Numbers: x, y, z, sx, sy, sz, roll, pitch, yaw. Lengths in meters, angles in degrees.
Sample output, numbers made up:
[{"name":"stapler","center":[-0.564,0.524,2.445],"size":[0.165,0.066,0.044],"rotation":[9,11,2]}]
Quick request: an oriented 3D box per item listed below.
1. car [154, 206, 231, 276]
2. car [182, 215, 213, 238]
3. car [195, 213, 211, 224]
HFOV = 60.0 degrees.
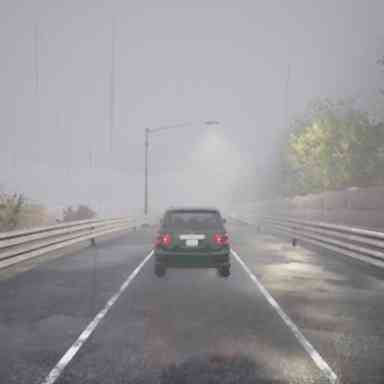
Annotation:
[{"name":"car","center":[0.034,1.484,11.316],"size":[2.150,2.045,5.566],"rotation":[0,-2,1]},{"name":"car","center":[0.408,2.373,23.725],"size":[1.994,1.385,4.181],"rotation":[0,-3,2]},{"name":"car","center":[1.474,3.483,43.860],"size":[1.895,1.301,4.718],"rotation":[0,-3,4]}]
